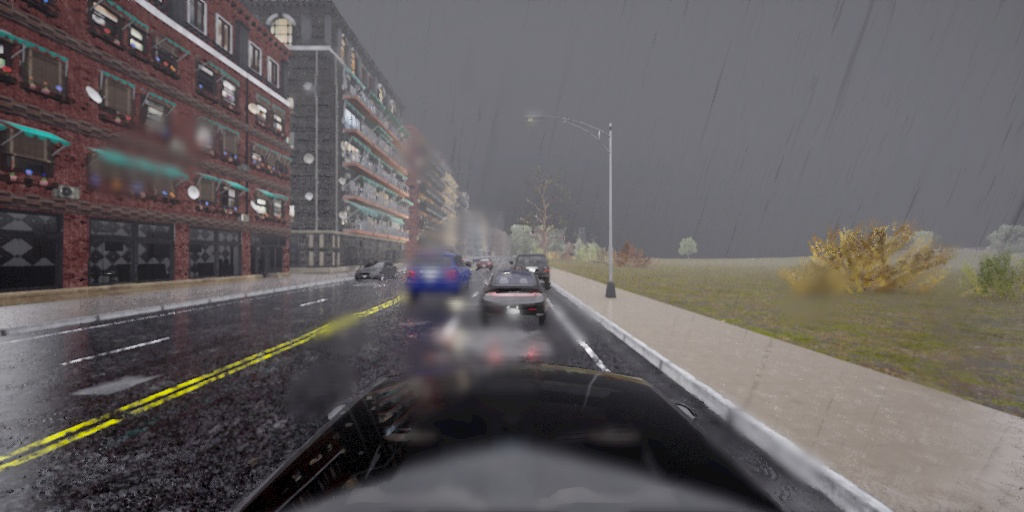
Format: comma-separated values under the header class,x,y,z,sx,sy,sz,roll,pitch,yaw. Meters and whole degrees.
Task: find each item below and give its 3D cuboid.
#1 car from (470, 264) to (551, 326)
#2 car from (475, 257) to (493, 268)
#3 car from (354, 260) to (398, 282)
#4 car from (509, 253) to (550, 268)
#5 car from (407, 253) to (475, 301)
class,x,y,z,sx,sy,sz,roll,pitch,yaw
car,0.055,1.183,11.423,2.128,1.511,4.902,0,0,0
car,-3.368,1.006,45.283,1.812,1.442,4.674,0,0,0
car,-9.975,1.102,26.666,1.837,1.490,4.892,0,0,0
car,1.041,0.855,21.405,2.150,2.045,5.566,0,0,0
car,-3.223,0.880,16.789,2.150,2.045,5.566,0,0,0
